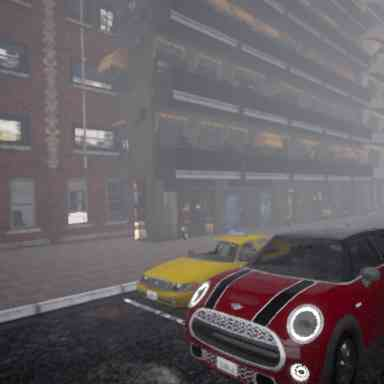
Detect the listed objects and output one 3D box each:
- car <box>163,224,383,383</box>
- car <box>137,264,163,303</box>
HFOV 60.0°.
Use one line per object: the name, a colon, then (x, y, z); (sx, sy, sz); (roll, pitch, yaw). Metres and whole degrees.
car: (2.012, 1.416, 5.409); (4.553, 1.767, 2.097); (0, -1, -44)
car: (0.977, 1.648, 8.023); (4.829, 1.417, 1.752); (0, -2, -44)
